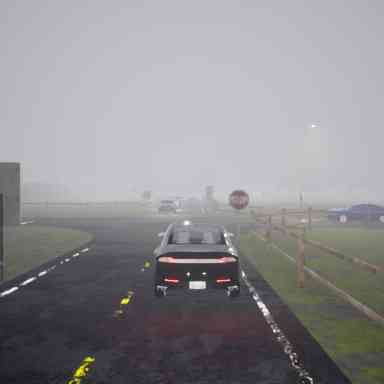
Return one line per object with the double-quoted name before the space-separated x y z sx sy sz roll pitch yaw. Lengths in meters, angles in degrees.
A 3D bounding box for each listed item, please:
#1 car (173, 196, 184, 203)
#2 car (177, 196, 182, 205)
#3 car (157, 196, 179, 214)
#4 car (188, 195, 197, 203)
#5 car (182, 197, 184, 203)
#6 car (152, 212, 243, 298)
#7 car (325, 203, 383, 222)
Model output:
"car" -2.740 1.555 68.279 1.994 1.385 4.181 0 0 1
"car" -2.827 1.595 46.313 1.895 1.301 4.718 0 0 0
"car" -2.619 1.501 35.553 1.837 1.490 4.892 0 0 -3
"car" 0.090 1.468 71.354 1.882 1.535 5.008 0 0 0
"car" -2.803 1.471 57.840 1.882 1.535 5.008 0 0 0
"car" 0.103 1.491 8.511 2.128 1.511 4.902 0 0 0
"car" 12.986 1.590 25.962 5.008 1.535 1.882 0 0 0
